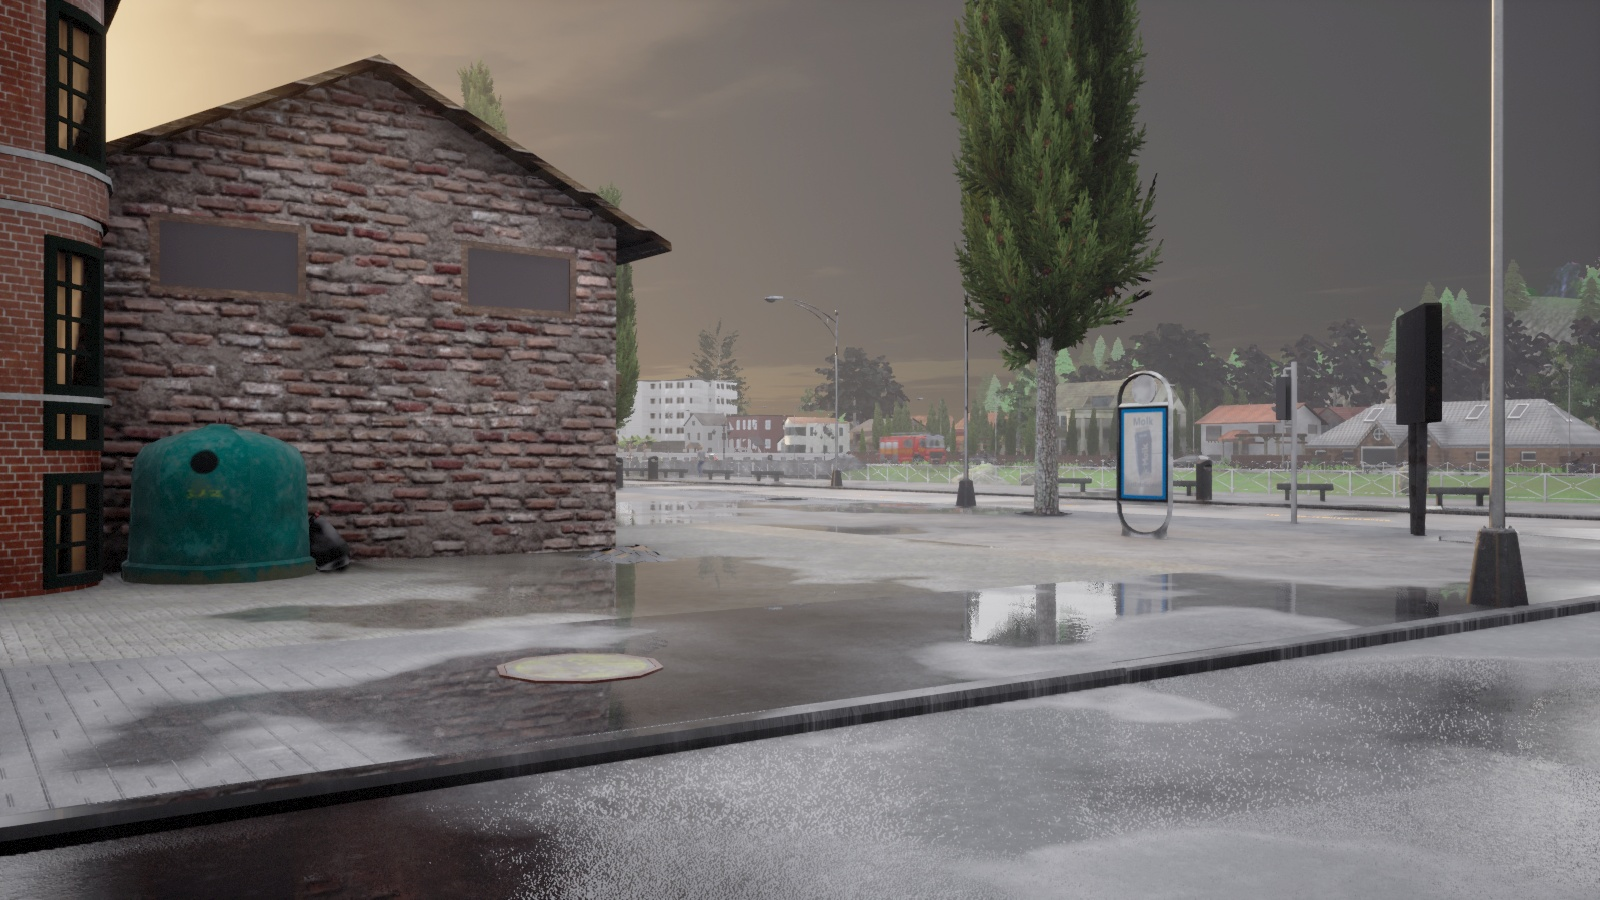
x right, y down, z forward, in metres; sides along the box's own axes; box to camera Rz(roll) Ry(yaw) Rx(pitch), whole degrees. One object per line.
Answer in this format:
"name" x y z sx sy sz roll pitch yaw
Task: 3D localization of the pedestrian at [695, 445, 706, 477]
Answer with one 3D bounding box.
"pedestrian" -5.804 0.646 73.359 0.354 1.836 0.706 0 0 -35
